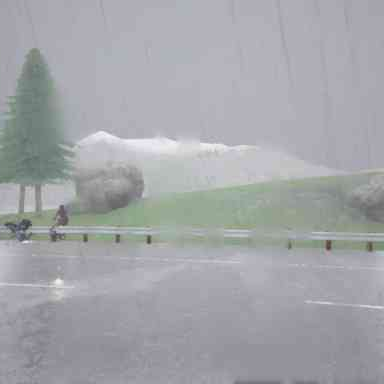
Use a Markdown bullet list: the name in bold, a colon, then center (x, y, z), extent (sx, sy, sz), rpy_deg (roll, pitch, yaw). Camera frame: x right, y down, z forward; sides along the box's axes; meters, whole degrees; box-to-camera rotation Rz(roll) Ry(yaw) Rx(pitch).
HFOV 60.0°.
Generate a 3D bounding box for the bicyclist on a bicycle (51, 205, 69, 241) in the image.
- **bicyclist on a bicycle**: center (-5.980, 1.420, 15.143), extent (0.582, 1.620, 1.656), rpy_deg (4, -10, 3)

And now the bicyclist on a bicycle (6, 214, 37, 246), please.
- **bicyclist on a bicycle**: center (-7.473, 1.728, 14.660), extent (0.582, 1.656, 1.620), rpy_deg (-2, 1, 17)
